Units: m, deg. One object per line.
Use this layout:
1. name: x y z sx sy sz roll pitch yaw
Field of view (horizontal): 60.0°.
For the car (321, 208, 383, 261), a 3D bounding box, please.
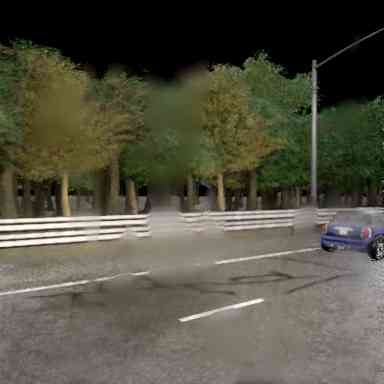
1. car: 7.180 1.479 13.041 4.553 1.767 2.097 1 0 -33
